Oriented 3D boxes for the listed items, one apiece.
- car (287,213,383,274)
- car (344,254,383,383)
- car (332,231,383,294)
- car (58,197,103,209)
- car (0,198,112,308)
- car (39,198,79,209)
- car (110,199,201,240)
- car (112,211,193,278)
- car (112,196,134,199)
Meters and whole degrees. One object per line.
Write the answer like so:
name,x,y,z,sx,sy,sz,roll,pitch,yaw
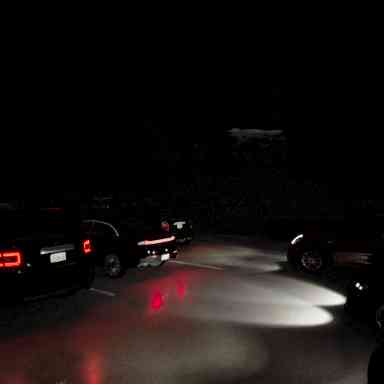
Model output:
car,4.981,1.352,9.040,4.553,1.767,2.097,0,0,36
car,3.555,1.474,1.452,5.008,1.535,1.882,0,0,35
car,4.607,1.564,4.996,4.181,1.385,1.994,0,0,36
car,-14.759,1.454,44.157,2.033,1.411,5.357,0,0,43
car,-4.551,1.221,7.228,5.566,2.045,2.150,0,0,33
car,-18.153,1.491,45.554,1.895,1.301,4.718,0,0,43
car,-2.206,1.351,14.123,4.553,1.767,2.097,0,0,35
car,-2.666,1.491,10.154,4.902,1.511,2.128,0,0,36
car,-11.430,1.375,52.119,5.008,1.535,1.882,0,0,-41
